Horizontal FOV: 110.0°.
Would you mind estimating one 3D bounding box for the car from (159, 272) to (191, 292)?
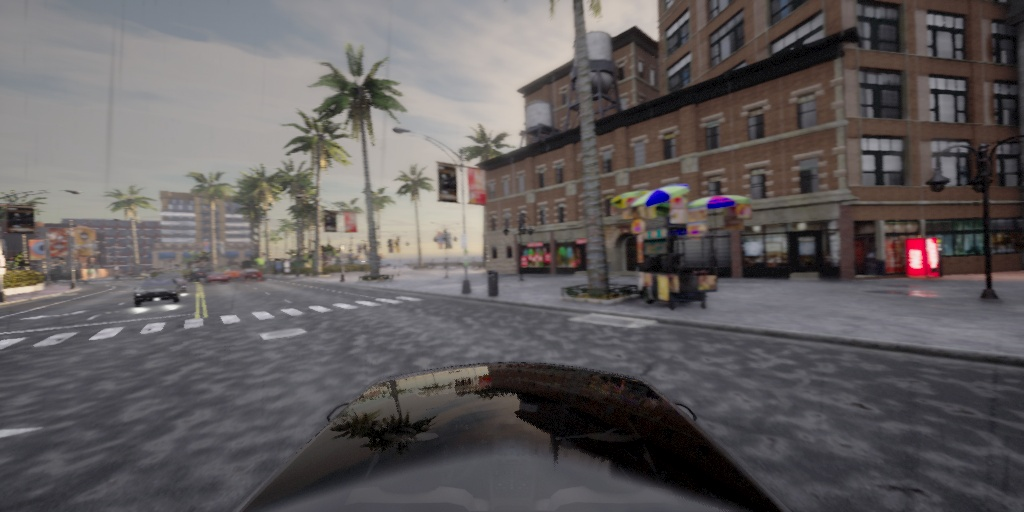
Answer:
[{"bbox_3d":[-27.950,2.110,29.319,2.097,1.767,4.553,-2,0,-42],"label":"car"}]

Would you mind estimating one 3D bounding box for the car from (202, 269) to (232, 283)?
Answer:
[{"bbox_3d":[-36.973,2.639,44.909,4.181,1.385,1.994,-2,0,45],"label":"car"}]

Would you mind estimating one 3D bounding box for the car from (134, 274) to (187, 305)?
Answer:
[{"bbox_3d":[-21.304,2.066,21.718,2.033,1.411,5.357,-2,0,-41],"label":"car"}]

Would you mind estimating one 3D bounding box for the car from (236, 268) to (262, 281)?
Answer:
[{"bbox_3d":[-34.599,2.462,47.486,5.008,1.535,1.882,-2,0,45],"label":"car"}]
